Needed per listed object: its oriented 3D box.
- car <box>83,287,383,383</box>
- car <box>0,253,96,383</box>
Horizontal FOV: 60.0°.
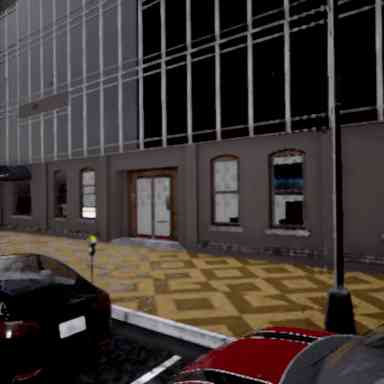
[{"bbox_3d":[1.548,1.437,1.777,4.097,1.590,1.967,-1,-1,36],"label":"car"},{"bbox_3d":[-3.075,1.624,5.075,4.313,1.339,1.947,-1,-1,36],"label":"car"}]
